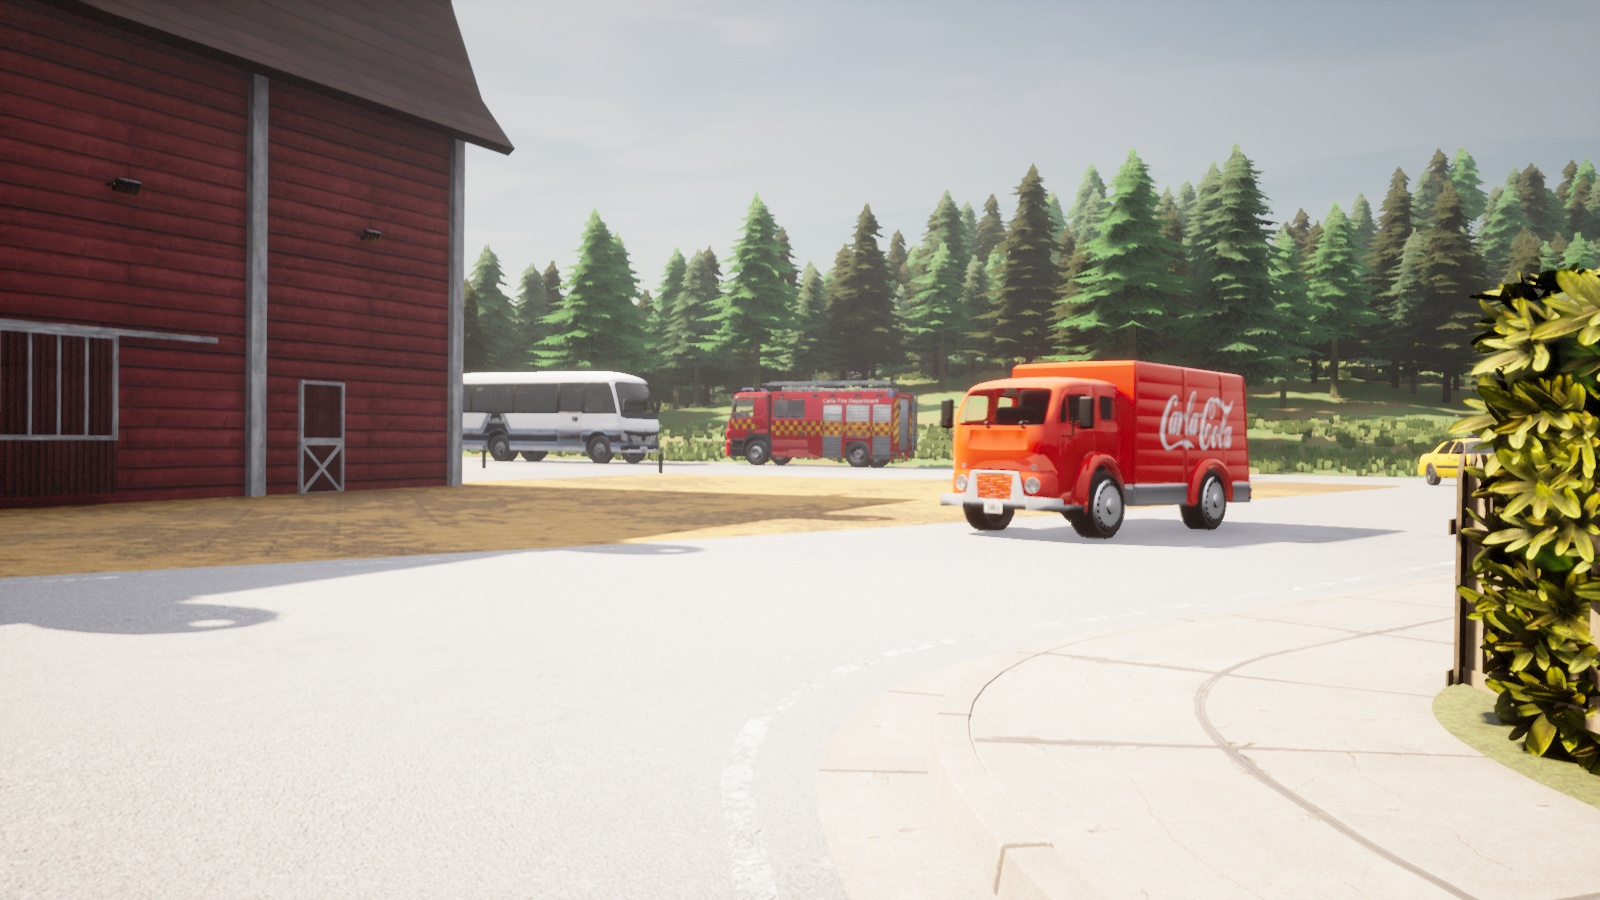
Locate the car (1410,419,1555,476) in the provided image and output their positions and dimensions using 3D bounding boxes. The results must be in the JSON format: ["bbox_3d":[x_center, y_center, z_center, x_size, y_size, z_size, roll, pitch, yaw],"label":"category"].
[{"bbox_3d":[20.146,-0.065,37.357,1.801,1.575,5.366,0,0,5],"label":"car"}]

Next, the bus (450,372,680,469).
[{"bbox_3d":[-11.108,-1.323,59.080,10.273,4.253,3.944,0,1,26],"label":"bus"}]

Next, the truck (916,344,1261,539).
[{"bbox_3d":[4.409,-0.112,18.642,2.627,2.467,5.204,0,0,45],"label":"truck"}]

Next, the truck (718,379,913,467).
[{"bbox_3d":[0.669,-1.177,57.288,8.468,3.827,2.891,0,1,26],"label":"truck"}]
